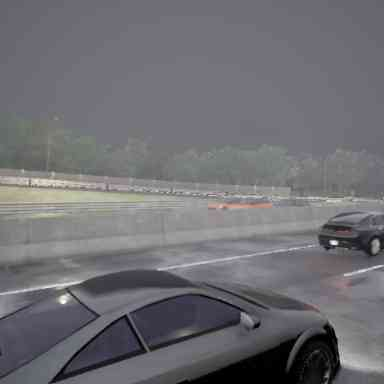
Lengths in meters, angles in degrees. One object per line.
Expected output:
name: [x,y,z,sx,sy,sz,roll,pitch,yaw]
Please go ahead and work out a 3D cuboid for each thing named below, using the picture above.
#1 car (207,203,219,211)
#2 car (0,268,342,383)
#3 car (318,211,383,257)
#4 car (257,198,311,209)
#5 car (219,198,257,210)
car: [3.647,1.371,32.394,4.553,1.767,2.097,0,0,-35]
car: [-0.295,1.564,3.538,4.181,1.385,1.994,0,0,-36]
car: [6.914,1.513,12.983,4.892,1.490,1.837,0,0,-36]
car: [7.755,1.371,26.727,4.553,1.767,2.097,0,0,-35]
car: [5.039,1.370,29.089,4.553,1.767,2.097,0,0,-36]
